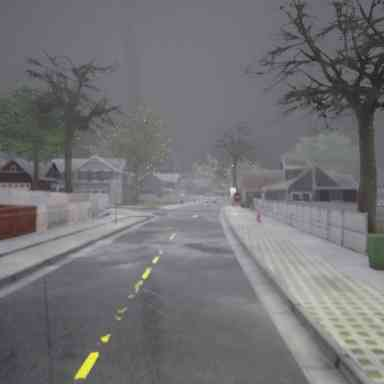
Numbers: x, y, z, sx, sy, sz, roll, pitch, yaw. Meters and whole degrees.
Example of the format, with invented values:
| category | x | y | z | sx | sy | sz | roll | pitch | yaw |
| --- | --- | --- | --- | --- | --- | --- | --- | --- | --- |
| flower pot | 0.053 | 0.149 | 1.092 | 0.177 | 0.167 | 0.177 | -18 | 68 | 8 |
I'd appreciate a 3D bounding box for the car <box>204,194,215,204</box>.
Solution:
| category | x | y | z | sx | sy | sz | roll | pitch | yaw |
| --- | --- | --- | --- | --- | --- | --- | --- | --- | --- |
| car | 3.959 | 1.526 | 74.126 | 2.150 | 2.045 | 5.566 | 0 | 0 | 10 |
